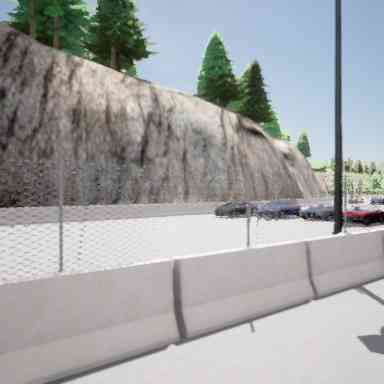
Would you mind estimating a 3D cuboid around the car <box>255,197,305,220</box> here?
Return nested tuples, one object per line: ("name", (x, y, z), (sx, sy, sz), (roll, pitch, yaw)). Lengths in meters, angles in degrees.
("car", (7.719, 1.386, 28.897), (4.553, 1.767, 2.097), (0, 0, -44))

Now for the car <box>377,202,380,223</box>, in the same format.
("car", (11.904, 1.620, 23.188), (4.718, 1.301, 1.895), (0, 0, -44))

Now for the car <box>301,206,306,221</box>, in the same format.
("car", (10.545, 1.591, 26.764), (4.181, 1.385, 1.994), (0, 0, -44))

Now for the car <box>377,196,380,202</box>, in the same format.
("car", (33.935, 1.548, 60.761), (2.128, 1.511, 4.902), (0, 0, 34))
